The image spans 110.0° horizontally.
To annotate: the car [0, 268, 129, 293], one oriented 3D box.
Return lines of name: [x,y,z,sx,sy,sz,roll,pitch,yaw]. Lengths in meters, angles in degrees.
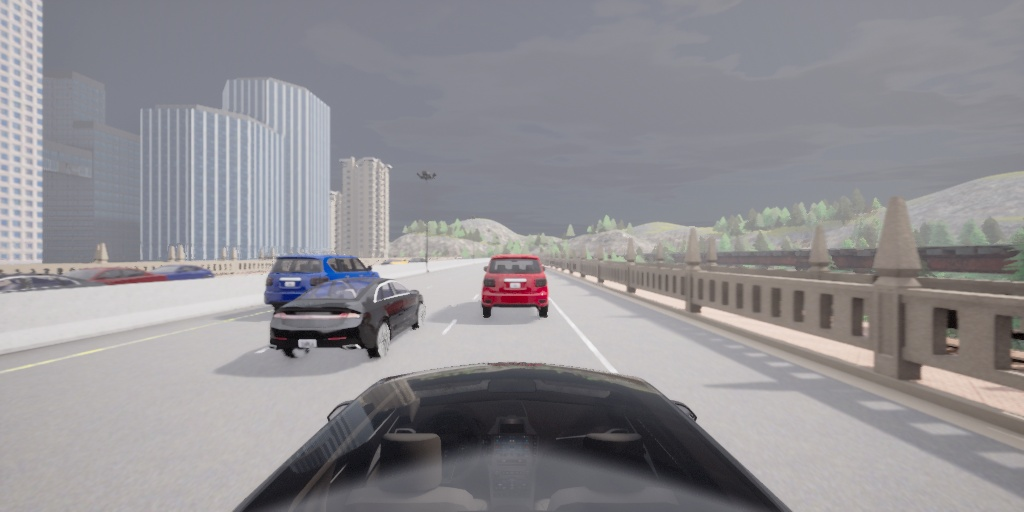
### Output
car: [-14.103,1.237,9.668,2.128,1.511,4.902,0,0,0]

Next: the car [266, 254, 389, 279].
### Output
car: [-6.905,0.965,13.832,2.150,2.045,5.566,0,0,0]

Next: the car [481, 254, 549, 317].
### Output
car: [0.094,0.966,13.342,2.150,2.045,5.566,0,0,0]

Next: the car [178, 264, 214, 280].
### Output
car: [-21.108,1.264,22.442,1.812,1.442,4.674,0,0,0]

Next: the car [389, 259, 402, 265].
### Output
car: [-17.575,1.199,56.057,1.882,1.535,5.008,0,0,0]

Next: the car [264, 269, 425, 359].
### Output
car: [-3.403,1.238,8.388,2.128,1.511,4.902,0,0,0]

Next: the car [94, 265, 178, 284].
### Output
car: [-17.606,1.220,15.241,1.882,1.535,5.008,0,0,0]

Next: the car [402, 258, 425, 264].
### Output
car: [-14.085,1.075,52.710,2.097,1.767,4.553,0,0,0]
